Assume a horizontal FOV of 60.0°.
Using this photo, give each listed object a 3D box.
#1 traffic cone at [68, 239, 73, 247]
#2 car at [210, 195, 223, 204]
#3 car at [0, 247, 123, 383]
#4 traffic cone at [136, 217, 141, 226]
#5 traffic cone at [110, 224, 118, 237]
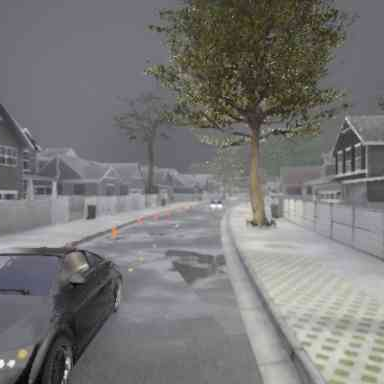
[{"bbox_3d":[-4.126,1.897,11.273,0.340,0.580,0.340,0,0,3],"label":"traffic cone"},{"bbox_3d":[4.244,1.325,57.180,2.128,1.511,4.902,0,0,8],"label":"car"},{"bbox_3d":[-2.342,1.537,4.775,1.994,1.385,4.181,0,0,1],"label":"car"},{"bbox_3d":[-3.410,1.860,21.350,0.340,0.580,0.340,0,0,5],"label":"traffic cone"},{"bbox_3d":[-3.819,1.877,16.314,0.340,0.580,0.340,0,0,4],"label":"traffic cone"}]
